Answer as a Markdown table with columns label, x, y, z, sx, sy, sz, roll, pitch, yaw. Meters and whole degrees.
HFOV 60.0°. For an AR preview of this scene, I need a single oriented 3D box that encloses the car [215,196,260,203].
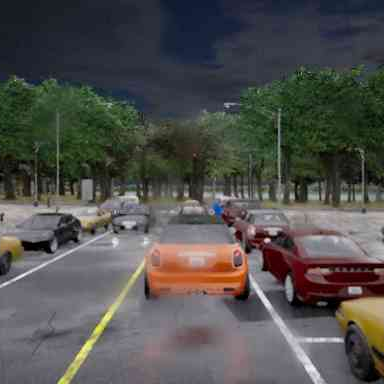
| label | x | y | z | sx | sy | sz | roll | pitch | yaw |
| --- | --- | --- | --- | --- | --- | --- | --- | --- | --- |
| car | 2.756 | 1.263 | 18.730 | 2.192 | 1.841 | 5.009 | 0 | 0 | 0 |

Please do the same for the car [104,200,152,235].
| label | x | y | z | sx | sy | sz | roll | pitch | yaw |
| --- | --- | --- | --- | --- | --- | --- | --- | --- | --- |
| car | -3.076 | 1.440 | 18.669 | 2.128 | 1.511 | 4.902 | 0 | 0 | 0 |

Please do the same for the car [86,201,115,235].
| label | x | y | z | sx | sy | sz | roll | pitch | yaw |
| --- | --- | --- | --- | --- | --- | --- | --- | --- | --- |
| car | -5.769 | 1.473 | 18.559 | 1.752 | 1.417 | 4.829 | 0 | 0 | 0 |

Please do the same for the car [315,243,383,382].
| label | x | y | z | sx | sy | sz | roll | pitch | yaw |
| --- | --- | --- | --- | --- | --- | --- | --- | --- | --- |
| car | 2.760 | 1.518 | 2.588 | 1.752 | 1.417 | 4.829 | 0 | 0 | 0 |

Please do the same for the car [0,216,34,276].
| label | x | y | z | sx | sy | sz | roll | pitch | yaw |
| --- | --- | --- | --- | --- | --- | --- | --- | --- | --- |
| car | -5.767 | 1.503 | 7.684 | 1.752 | 1.417 | 4.829 | 0 | 0 | 0 |

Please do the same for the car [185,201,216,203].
| label | x | y | z | sx | sy | sz | roll | pitch | yaw |
| --- | --- | --- | --- | --- | --- | --- | --- | --- | --- |
| car | 0.093 | 1.442 | 17.718 | 2.128 | 1.511 | 4.902 | 0 | 0 | 0 |

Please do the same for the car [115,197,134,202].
| label | x | y | z | sx | sy | sz | roll | pitch | yaw |
| --- | --- | --- | --- | --- | --- | --- | --- | --- | --- |
| car | -5.770 | 1.373 | 24.166 | 1.967 | 1.590 | 4.097 | 0 | 0 | 0 |

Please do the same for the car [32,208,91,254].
| label | x | y | z | sx | sy | sz | roll | pitch | yaw |
| --- | --- | --- | --- | --- | --- | --- | --- | --- | --- |
| car | -5.768 | 1.528 | 13.291 | 1.947 | 1.339 | 4.313 | 0 | 0 | 0 |

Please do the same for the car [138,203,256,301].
| label | x | y | z | sx | sy | sz | roll | pitch | yaw |
| --- | --- | --- | --- | --- | --- | --- | --- | --- | --- |
| car | 0.097 | 1.328 | 8.446 | 2.097 | 1.767 | 4.553 | 0 | 0 | 0 |

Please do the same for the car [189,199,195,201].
| label | x | y | z | sx | sy | sz | roll | pitch | yaw |
| --- | --- | --- | --- | --- | --- | --- | --- | --- | --- |
| car | -0.009 | 1.381 | 27.683 | 1.801 | 1.575 | 5.366 | 0 | 0 | 1 |

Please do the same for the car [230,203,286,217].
| label | x | y | z | sx | sy | sz | roll | pitch | yaw |
| --- | --- | --- | --- | --- | --- | --- | --- | --- | --- |
| car | 2.757 | 1.402 | 13.293 | 1.967 | 1.590 | 4.097 | 0 | 0 | 0 |

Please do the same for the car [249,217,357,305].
| label | x | y | z | sx | sy | sz | roll | pitch | yaw |
| --- | --- | --- | --- | --- | --- | --- | --- | --- | --- |
| car | 2.759 | 1.522 | 7.856 | 1.887 | 1.381 | 4.507 | 0 | 0 | 0 |

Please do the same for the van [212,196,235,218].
| label | x | y | z | sx | sy | sz | roll | pitch | yaw |
| --- | --- | --- | --- | --- | --- | --- | --- | --- | --- |
| van | 2.753 | 1.261 | 29.605 | 1.690 | 1.788 | 3.998 | 0 | 0 | 0 |

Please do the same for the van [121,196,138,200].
| label | x | y | z | sx | sy | sz | roll | pitch | yaw |
| --- | --- | --- | --- | --- | --- | --- | --- | --- | --- |
| van | -5.772 | 1.260 | 29.604 | 1.690 | 1.788 | 3.998 | 0 | 0 | 0 |
